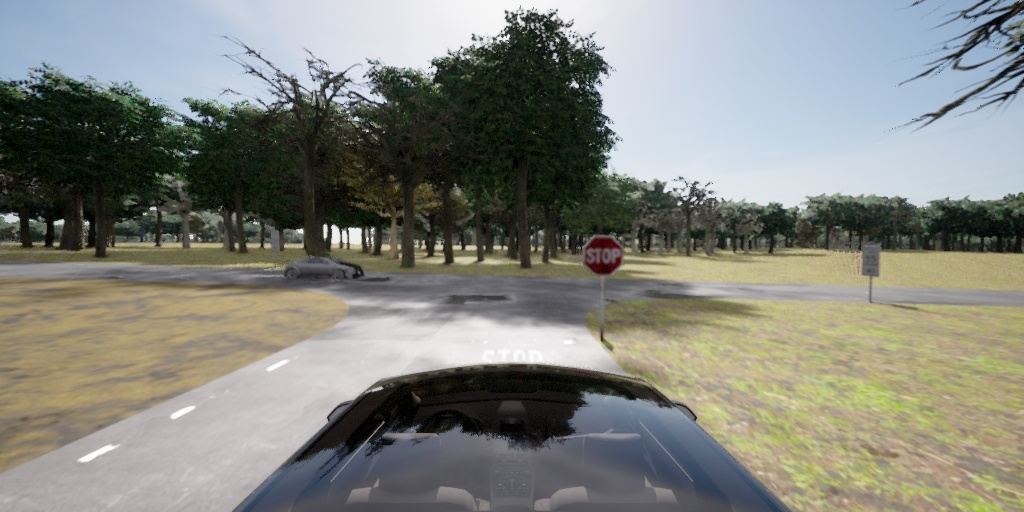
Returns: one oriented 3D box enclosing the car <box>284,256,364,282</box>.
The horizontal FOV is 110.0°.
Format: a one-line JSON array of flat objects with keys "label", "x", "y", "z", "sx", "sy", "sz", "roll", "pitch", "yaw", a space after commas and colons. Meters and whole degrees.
[{"label": "car", "x": -11.088, "y": 0.726, "z": 21.307, "sx": 4.181, "sy": 1.385, "sz": 1.994, "roll": 2, "pitch": 1, "yaw": -1}]
